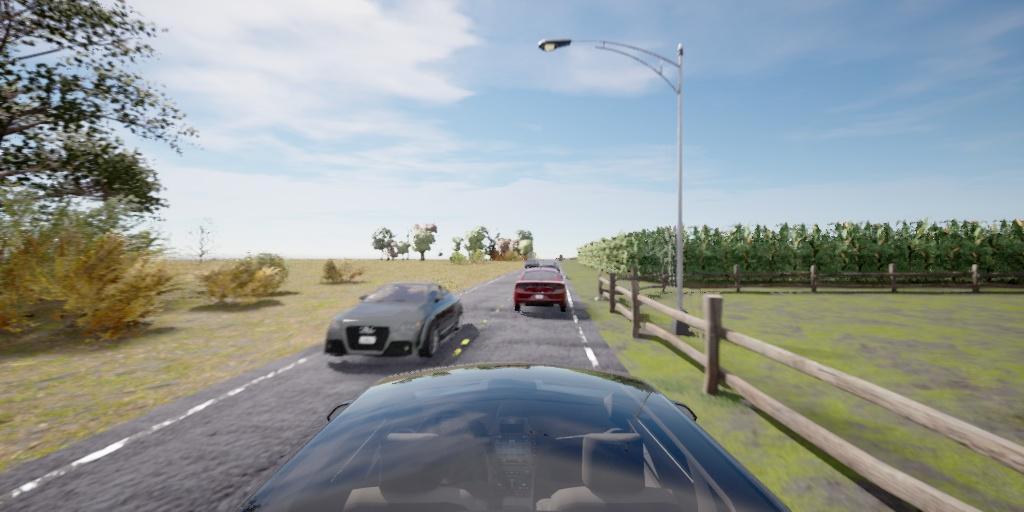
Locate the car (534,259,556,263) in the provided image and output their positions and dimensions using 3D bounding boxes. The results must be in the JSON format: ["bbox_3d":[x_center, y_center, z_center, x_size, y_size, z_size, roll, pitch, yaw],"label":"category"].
[{"bbox_3d":[3.486,1.225,33.969,2.128,1.511,4.902,0,0,7],"label":"car"}]

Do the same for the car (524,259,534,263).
[{"bbox_3d":[2.867,1.216,53.003,1.837,1.490,4.892,0,0,7],"label":"car"}]

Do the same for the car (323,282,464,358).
[{"bbox_3d":[-2.427,1.305,8.357,1.994,1.385,4.181,0,0,4],"label":"car"}]

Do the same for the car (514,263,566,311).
[{"bbox_3d":[1.187,1.228,14.593,1.882,1.535,5.008,0,0,6],"label":"car"}]
